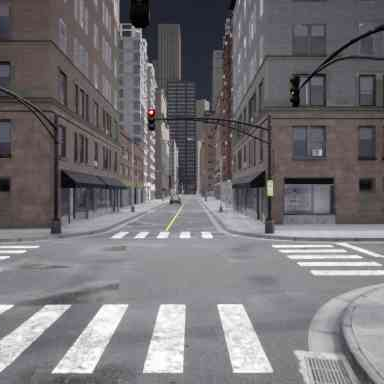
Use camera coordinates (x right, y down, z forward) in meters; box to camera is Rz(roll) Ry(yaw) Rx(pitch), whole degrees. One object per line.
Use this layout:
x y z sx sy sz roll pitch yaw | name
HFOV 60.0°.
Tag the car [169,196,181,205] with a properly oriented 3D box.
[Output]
-2.979 1.457 59.658 1.882 1.535 5.008 0 0 0 | car
